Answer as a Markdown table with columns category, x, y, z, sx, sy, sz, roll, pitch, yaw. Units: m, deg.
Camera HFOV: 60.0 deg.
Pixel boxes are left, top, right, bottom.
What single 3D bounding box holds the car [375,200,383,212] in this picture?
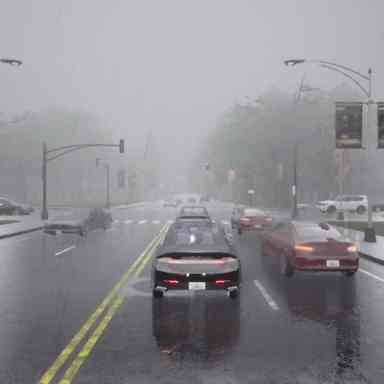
| category | x | y | z | sx | sy | sz | roll | pitch | yaw |
| --- | --- | --- | --- | --- | --- | --- | --- | --- | --- |
| car | 23.945 | 1.692 | 40.874 | 5.008 | 1.535 | 1.882 | 0 | 0 | 0 |

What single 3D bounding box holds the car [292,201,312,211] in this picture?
| category | x | y | z | sx | sy | sz | roll | pitch | yaw |
| --- | --- | --- | --- | --- | --- | --- | --- | --- | --- |
| car | 14.813 | 1.770 | 40.790 | 4.718 | 1.301 | 1.895 | 0 | 0 | 0 |

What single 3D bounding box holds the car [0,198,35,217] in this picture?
| category | x | y | z | sx | sy | sz | roll | pitch | yaw |
| --- | --- | --- | --- | --- | --- | --- | --- | --- | --- |
| car | -16.956 | 1.365 | 30.571 | 4.553 | 1.767 | 2.097 | 0 | 0 | -1 |

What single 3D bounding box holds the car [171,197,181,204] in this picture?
| category | x | y | z | sx | sy | sz | roll | pitch | yaw |
| --- | --- | --- | --- | --- | --- | --- | --- | --- | --- |
| car | -3.343 | 1.847 | 71.289 | 1.994 | 1.385 | 4.181 | 0 | -1 | 0 |

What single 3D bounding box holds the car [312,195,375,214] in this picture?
| category | x | y | z | sx | sy | sz | roll | pitch | yaw |
| --- | --- | --- | --- | --- | --- | --- | --- | --- | --- |
| car | 17.058 | 1.396 | 37.567 | 5.566 | 2.045 | 2.150 | 0 | 0 | -1 |

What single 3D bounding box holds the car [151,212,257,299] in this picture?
| category | x | y | z | sx | sy | sz | roll | pitch | yaw |
| --- | --- | --- | --- | --- | --- | --- | --- | --- | --- |
| car | 0.089 | 1.496 | 8.471 | 2.128 | 1.511 | 4.902 | 0 | 0 | 0 |

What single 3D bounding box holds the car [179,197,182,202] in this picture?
| category | x | y | z | sx | sy | sz | roll | pitch | yaw |
| --- | --- | --- | --- | --- | --- | --- | --- | --- | --- |
| car | -3.395 | 1.702 | 61.378 | 2.128 | 1.511 | 4.902 | 0 | 0 | 1 |

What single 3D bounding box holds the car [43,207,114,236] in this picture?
| category | x | y | z | sx | sy | sz | roll | pitch | yaw |
| --- | --- | --- | --- | --- | --- | --- | --- | --- | --- |
| car | -6.131 | 1.575 | 18.777 | 2.033 | 1.411 | 5.357 | 0 | 0 | 7 |

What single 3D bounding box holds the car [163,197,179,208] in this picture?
| category | x | y | z | sx | sy | sz | roll | pitch | yaw |
| --- | --- | --- | --- | --- | --- | --- | --- | --- | --- |
| car | -3.411 | 1.757 | 52.026 | 1.895 | 1.301 | 4.718 | 0 | 0 | 0 |

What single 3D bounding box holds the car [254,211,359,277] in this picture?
| category | x | y | z | sx | sy | sz | roll | pitch | yaw |
| --- | --- | --- | --- | --- | --- | --- | --- | --- | --- |
| car | 3.333 | 1.532 | 10.189 | 1.812 | 1.442 | 4.674 | 0 | 0 | 0 |

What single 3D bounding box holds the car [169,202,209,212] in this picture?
| category | x | y | z | sx | sy | sz | roll | pitch | yaw |
| --- | --- | --- | --- | --- | --- | --- | --- | --- | --- |
| car | 0.078 | 1.516 | 17.879 | 2.128 | 1.511 | 4.902 | 0 | 0 | 0 |

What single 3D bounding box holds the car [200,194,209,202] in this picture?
| category | x | y | z | sx | sy | sz | roll | pitch | yaw |
| --- | --- | --- | --- | --- | --- | --- | --- | --- | --- |
| car | 3.143 | 1.638 | 82.584 | 2.150 | 2.045 | 5.566 | 0 | -1 | 0 |

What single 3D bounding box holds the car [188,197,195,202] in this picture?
| category | x | y | z | sx | sy | sz | roll | pitch | yaw |
| --- | --- | --- | --- | --- | --- | --- | --- | --- | --- |
| car | -0.122 | 1.960 | 92.967 | 1.994 | 1.385 | 4.181 | 0 | -1 | 0 |

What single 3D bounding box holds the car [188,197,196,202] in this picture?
| category | x | y | z | sx | sy | sz | roll | pitch | yaw |
| --- | --- | --- | --- | --- | --- | --- | --- | --- | --- |
| car | -0.107 | 1.889 | 82.514 | 1.882 | 1.535 | 5.008 | 0 | -1 | 0 |

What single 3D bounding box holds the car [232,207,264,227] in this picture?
| category | x | y | z | sx | sy | sz | roll | pitch | yaw |
| --- | --- | --- | --- | --- | --- | --- | --- | --- | --- |
| car | 3.336 | 1.554 | 18.997 | 1.812 | 1.442 | 4.674 | 0 | 0 | 1 |

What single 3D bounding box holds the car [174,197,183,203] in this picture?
| category | x | y | z | sx | sy | sz | roll | pitch | yaw |
| --- | --- | --- | --- | --- | --- | --- | --- | --- | --- |
| car | -3.357 | 1.941 | 81.766 | 2.033 | 1.411 | 5.357 | 0 | -1 | 0 |
